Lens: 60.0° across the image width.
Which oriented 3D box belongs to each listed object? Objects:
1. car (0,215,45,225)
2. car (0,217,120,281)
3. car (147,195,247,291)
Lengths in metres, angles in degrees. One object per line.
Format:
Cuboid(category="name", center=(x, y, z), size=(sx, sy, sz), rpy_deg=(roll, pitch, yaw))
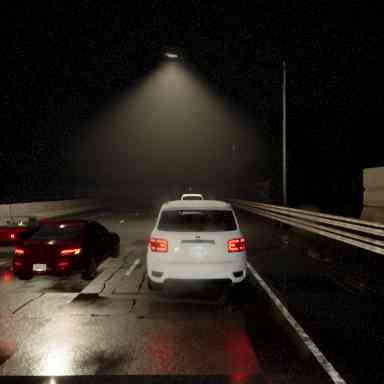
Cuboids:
Cuboid(category="car", center=(-6.924, 1.602, 13.974), size=(1.895, 1.301, 4.718), rpy_deg=(0, 0, 0))
Cuboid(category="car", center=(-3.415, 1.527, 9.770), size=(1.812, 1.442, 4.674), rpy_deg=(0, 0, 0))
Cuboid(category="car", center=(0.093, 1.222, 9.146), size=(2.150, 2.045, 5.566), rpy_deg=(0, 0, 0))
